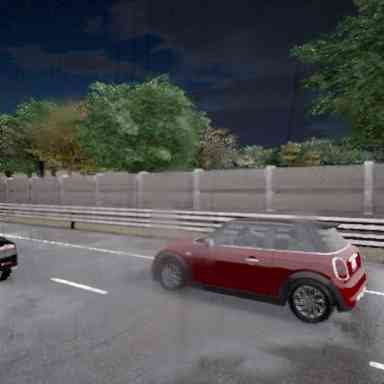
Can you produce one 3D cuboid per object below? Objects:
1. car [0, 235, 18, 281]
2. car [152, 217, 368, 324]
[{"bbox_3d":[-6.399,1.483,8.558,4.902,1.511,2.128,0,0,36],"label":"car"},{"bbox_3d":[1.265,1.348,7.389,4.553,1.767,2.097,0,0,35],"label":"car"}]
